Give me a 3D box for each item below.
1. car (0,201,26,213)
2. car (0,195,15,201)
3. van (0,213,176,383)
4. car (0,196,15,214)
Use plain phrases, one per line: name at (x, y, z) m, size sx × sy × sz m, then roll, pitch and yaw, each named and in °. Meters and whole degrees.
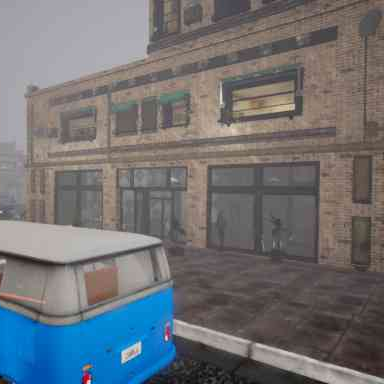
car at (-15.283, 1.793, 30.593) m, size 1.947 × 1.339 × 4.313 m, roll 0°, pitch 0°, yaw 36°
car at (-20.505, 1.349, 33.244) m, size 2.150 × 2.045 × 5.566 m, roll 1°, pitch 0°, yaw 36°
van at (-2.102, 1.340, 4.348) m, size 3.998 × 1.788 × 1.690 m, roll 0°, pitch 1°, yaw 35°
car at (-22.045, 1.411, 35.538) m, size 2.192 × 1.841 × 5.009 m, roll 0°, pitch 0°, yaw 36°
